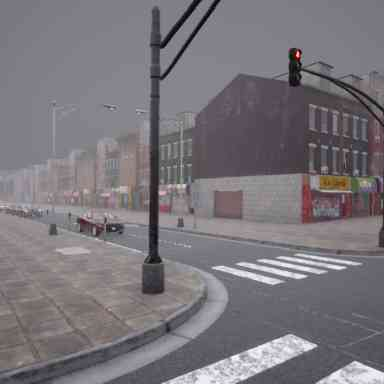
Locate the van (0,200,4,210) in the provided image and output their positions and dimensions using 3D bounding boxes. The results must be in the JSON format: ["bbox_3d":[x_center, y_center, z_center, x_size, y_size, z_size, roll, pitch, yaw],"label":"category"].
[{"bbox_3d":[-38.207,2.517,65.369,1.690,1.788,3.998,0,-1,-36],"label":"van"}]

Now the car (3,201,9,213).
[{"bbox_3d":[-25.213,2.391,47.439,1.947,1.339,4.313,0,-1,-36],"label":"car"}]

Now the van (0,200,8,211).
[{"bbox_3d":[-34.959,2.430,60.887,1.690,1.788,3.998,0,-1,-36],"label":"van"}]

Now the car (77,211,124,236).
[{"bbox_3d":[-5.726,1.850,20.551,1.887,1.381,4.507,0,-1,-36],"label":"car"}]

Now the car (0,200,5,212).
[{"bbox_3d":[-31.609,2.524,56.266,1.752,1.417,4.829,0,-1,-36],"label":"car"}]

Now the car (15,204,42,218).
[{"bbox_3d":[-18.719,2.089,38.478,1.967,1.590,4.097,0,-1,-36],"label":"car"}]

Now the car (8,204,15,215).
[{"bbox_3d":[-21.965,2.302,42.958,1.947,1.339,4.313,0,-1,-36],"label":"car"}]
